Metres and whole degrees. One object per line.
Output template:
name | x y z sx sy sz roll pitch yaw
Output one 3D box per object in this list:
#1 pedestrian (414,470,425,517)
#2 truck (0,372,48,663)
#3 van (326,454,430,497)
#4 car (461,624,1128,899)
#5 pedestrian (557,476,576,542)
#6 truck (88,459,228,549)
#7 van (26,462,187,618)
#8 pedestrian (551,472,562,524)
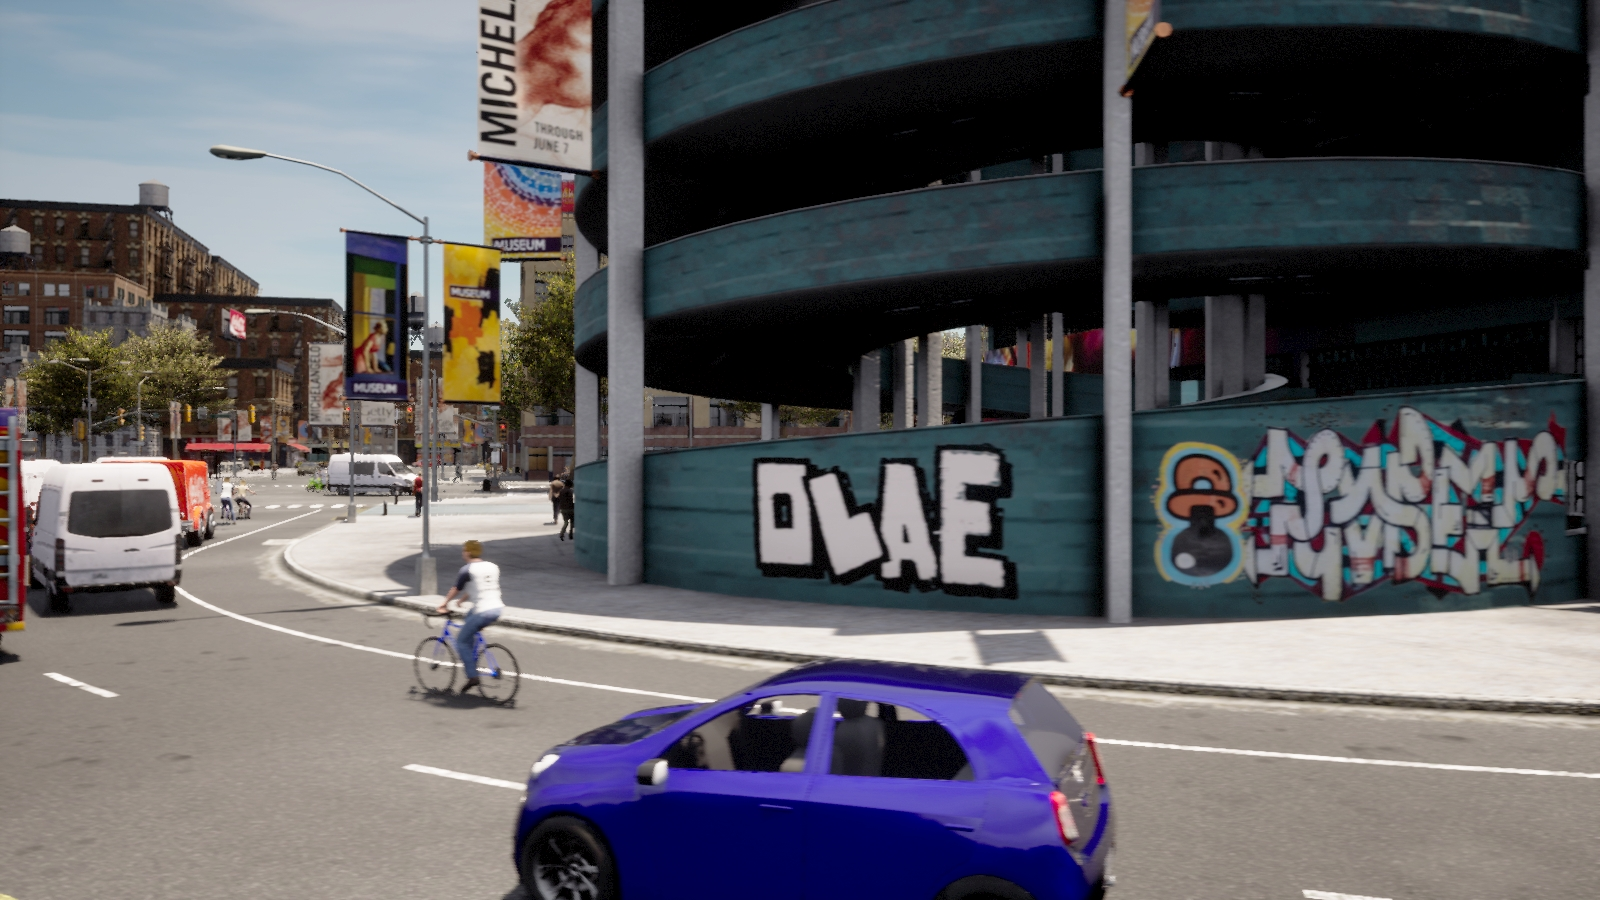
pedestrian | -14.985 1.704 45.007 0.375 1.860 0.375 0 0 -13
truck | -14.085 0.892 17.502 2.891 3.827 8.468 0 0 -43
van | -26.014 1.546 70.389 5.915 2.561 1.988 0 1 14
car | 0.022 2.039 6.958 3.633 1.501 1.845 0 0 22
pedestrian | -6.766 1.702 33.068 0.375 1.860 0.375 0 0 27
truck | -19.025 1.550 34.152 2.627 2.467 5.204 0 -2 -18
van | -13.529 1.537 22.102 1.988 2.561 5.915 0 0 -38
pedestrian | -8.671 1.703 40.705 0.375 1.860 0.375 0 0 -10
